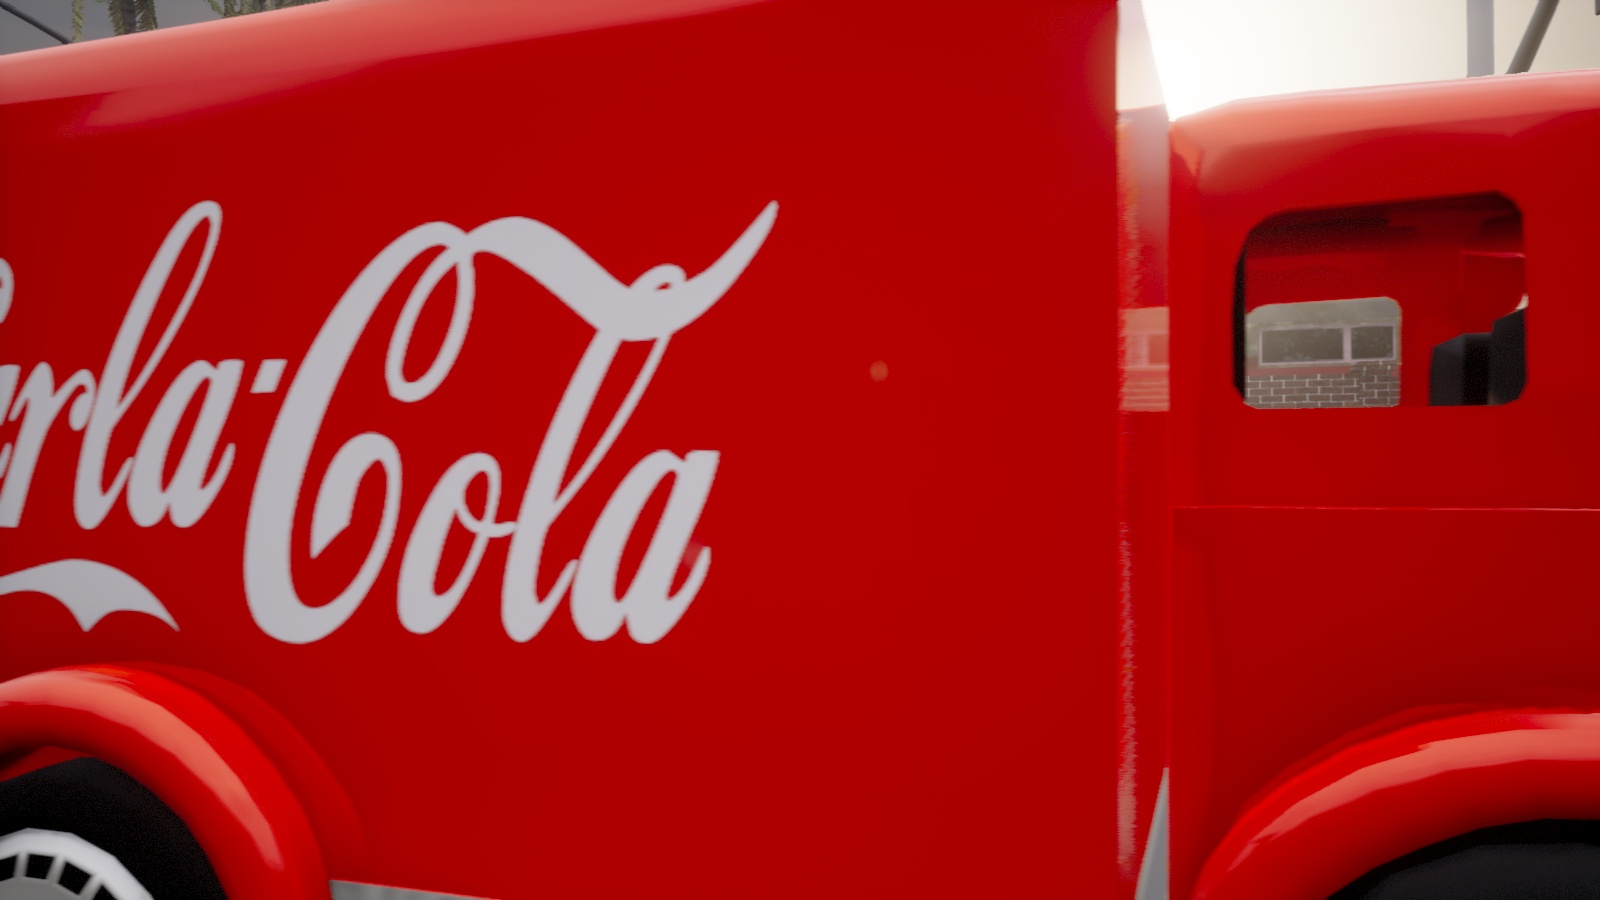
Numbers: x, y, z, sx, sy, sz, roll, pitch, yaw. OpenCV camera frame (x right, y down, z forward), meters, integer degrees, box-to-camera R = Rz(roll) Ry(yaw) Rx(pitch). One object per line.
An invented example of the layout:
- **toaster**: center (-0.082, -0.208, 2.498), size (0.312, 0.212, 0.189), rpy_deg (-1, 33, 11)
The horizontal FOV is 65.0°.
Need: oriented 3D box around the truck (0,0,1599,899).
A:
- **truck**: center (0.056, 0.293, 3.192), size (5.204, 2.467, 2.627), rpy_deg (0, 1, 20)
